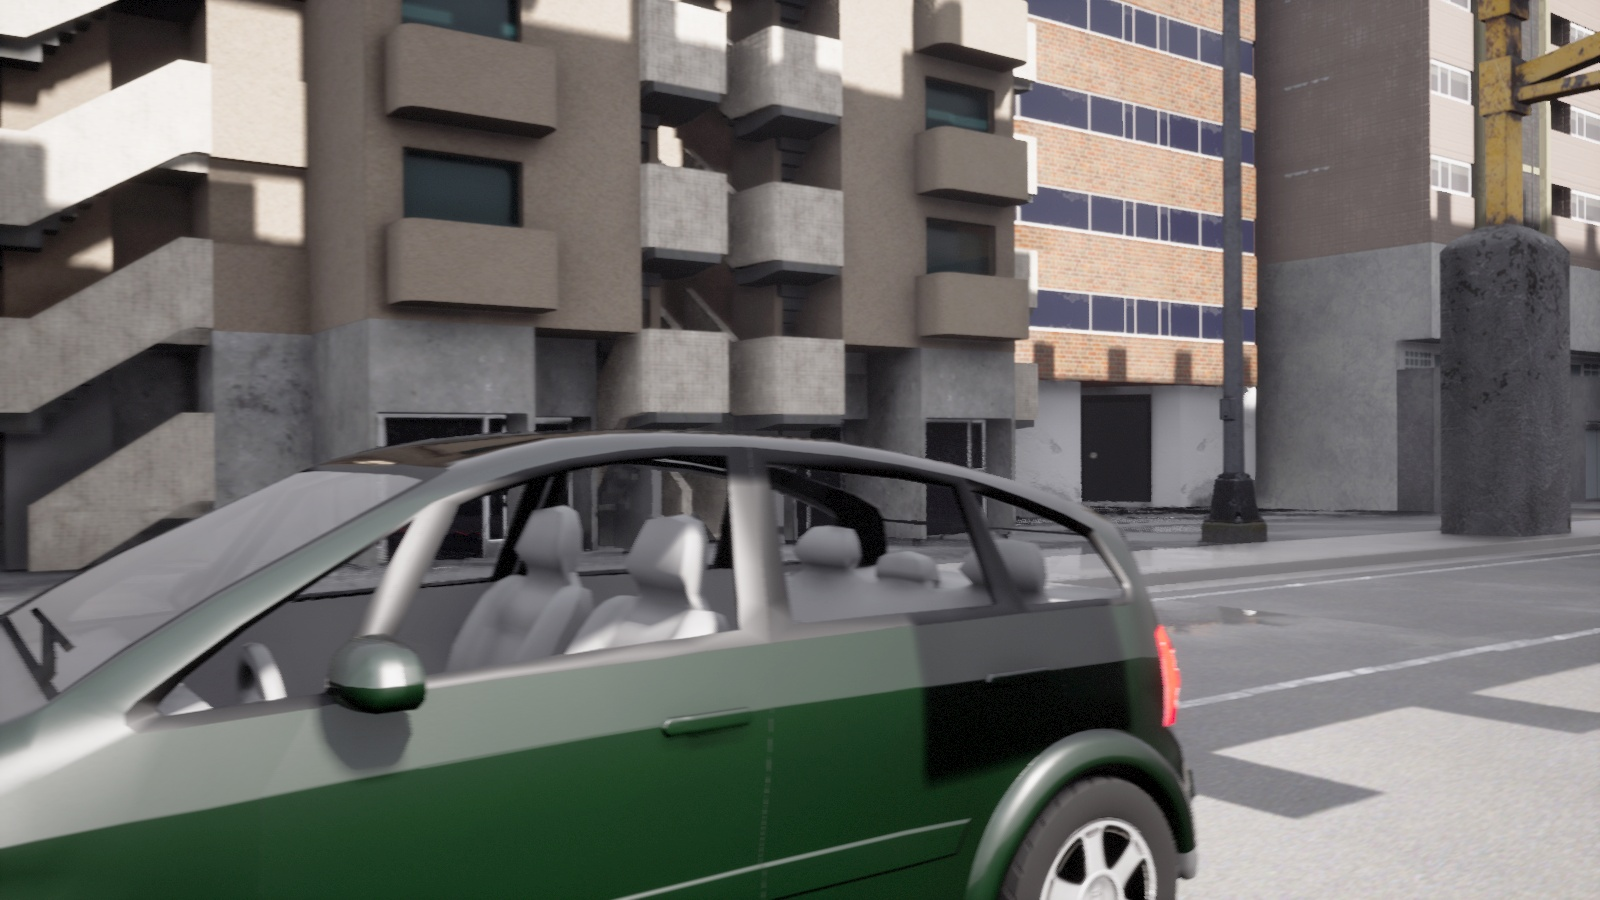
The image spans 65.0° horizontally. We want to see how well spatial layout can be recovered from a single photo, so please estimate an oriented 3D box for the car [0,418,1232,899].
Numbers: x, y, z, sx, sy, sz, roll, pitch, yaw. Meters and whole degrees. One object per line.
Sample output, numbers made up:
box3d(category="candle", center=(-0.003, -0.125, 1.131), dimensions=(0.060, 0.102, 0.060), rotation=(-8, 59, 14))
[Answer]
box3d(category="car", center=(-0.850, 0.733, 3.072), dimensions=(3.705, 1.549, 1.789), rotation=(0, 0, -36))
